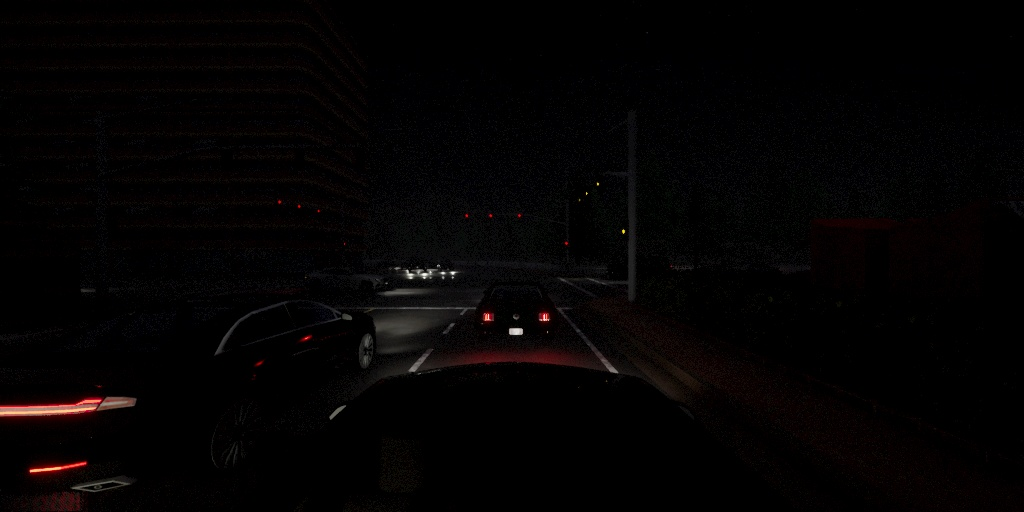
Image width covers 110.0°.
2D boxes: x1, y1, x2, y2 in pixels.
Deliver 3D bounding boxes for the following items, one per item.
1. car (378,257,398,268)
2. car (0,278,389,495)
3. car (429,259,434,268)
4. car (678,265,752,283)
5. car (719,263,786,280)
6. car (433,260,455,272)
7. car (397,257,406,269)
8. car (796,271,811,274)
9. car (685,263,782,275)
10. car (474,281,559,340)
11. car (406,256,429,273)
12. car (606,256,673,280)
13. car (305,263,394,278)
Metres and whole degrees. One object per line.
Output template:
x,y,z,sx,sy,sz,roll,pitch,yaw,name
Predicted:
-21.422,1.314,61.633,4.181,1.385,1.994,0,0,43,car
-3.426,1.242,4.729,2.128,1.511,4.902,0,0,0,car
-12.891,1.255,56.433,1.837,1.490,4.892,0,0,-32,car
15.646,1.406,27.799,4.718,1.301,1.895,0,0,1,car
20.856,1.331,31.238,4.674,1.442,1.812,0,0,0,car
-8.870,1.297,47.747,2.033,1.411,5.357,0,0,-18,car
-15.360,1.276,53.778,1.812,1.442,4.674,0,0,-31,car
24.813,1.406,27.713,4.718,1.301,1.895,0,0,1,car
12.483,1.297,20.627,4.902,1.511,2.128,0,0,1,car
0.113,1.351,9.993,1.895,1.301,4.718,0,0,1,car
-11.794,0.971,44.803,2.150,2.045,5.566,0,0,-15,car
11.089,1.027,31.359,5.566,2.045,2.150,0,0,1,car
-9.621,1.325,20.833,4.674,1.442,1.812,0,0,0,car
